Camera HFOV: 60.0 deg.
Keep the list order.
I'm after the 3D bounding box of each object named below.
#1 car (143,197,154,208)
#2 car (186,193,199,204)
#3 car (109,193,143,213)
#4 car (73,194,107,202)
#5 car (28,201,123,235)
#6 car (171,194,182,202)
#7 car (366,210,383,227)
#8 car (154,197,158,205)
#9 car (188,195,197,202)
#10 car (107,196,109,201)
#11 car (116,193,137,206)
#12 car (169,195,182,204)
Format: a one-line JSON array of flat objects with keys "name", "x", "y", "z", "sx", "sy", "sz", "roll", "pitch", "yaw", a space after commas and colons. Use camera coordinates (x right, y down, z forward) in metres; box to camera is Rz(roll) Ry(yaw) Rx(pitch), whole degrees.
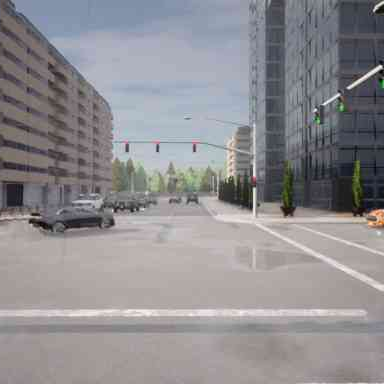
[{"name": "car", "x": -7.325, "y": 1.547, "z": 48.359, "sx": 2.033, "sy": 1.411, "sz": 5.357, "roll": 0, "pitch": 0, "yaw": 1}, {"name": "car", "x": 0.062, "y": 1.221, "z": 63.825, "sx": 2.150, "sy": 2.045, "sz": 5.566, "roll": 0, "pitch": 0, "yaw": 1}, {"name": "car", "x": -7.419, "y": 1.221, "z": 38.114, "sx": 2.150, "sy": 2.045, "sz": 5.566, "roll": 0, "pitch": 0, "yaw": 1}, {"name": "car", "x": -10.928, "y": 1.221, "z": 34.940, "sx": 2.150, "sy": 2.045, "sz": 5.566, "roll": 0, "pitch": 0, "yaw": -1}, {"name": "car", "x": -6.784, "y": 1.517, "z": 19.196, "sx": 2.128, "sy": 1.511, "sz": 4.902, "roll": 0, "pitch": 0, "yaw": 42}, {"name": "car", "x": -3.410, "y": 1.355, "z": 74.261, "sx": 2.097, "sy": 1.767, "sz": 4.553, "roll": 0, "pitch": 0, "yaw": 1}, {"name": "car", "x": 13.579, "y": 1.407, "z": 21.101, "sx": 4.553, "sy": 1.767, "sz": 2.097, "roll": 0, "pitch": 0, "yaw": 0}, {"name": "car", "x": -7.187, "y": 1.564, "z": 58.379, "sx": 1.994, "sy": 1.385, "sz": 4.181, "roll": 0, "pitch": 0, "yaw": 1}, {"name": "car", "x": 0.098, "y": 1.500, "z": 74.538, "sx": 1.837, "sy": 1.490, "sz": 4.892, "roll": 0, "pitch": 0, "yaw": 1}, {"name": "car", "x": -10.867, "y": 1.352, "z": 44.784, "sx": 2.097, "sy": 1.767, "sz": 4.553, "roll": 0, "pitch": 0, "yaw": 1}, {"name": "car", "x": -10.736, "y": 1.221, "z": 54.985, "sx": 2.150, "sy": 2.045, "sz": 5.566, "roll": 0, "pitch": 0, "yaw": 1}, {"name": "car", "x": -3.432, "y": 1.526, "z": 64.244, "sx": 1.812, "sy": 1.442, "sz": 4.674, "roll": 0, "pitch": 0, "yaw": 1}]
